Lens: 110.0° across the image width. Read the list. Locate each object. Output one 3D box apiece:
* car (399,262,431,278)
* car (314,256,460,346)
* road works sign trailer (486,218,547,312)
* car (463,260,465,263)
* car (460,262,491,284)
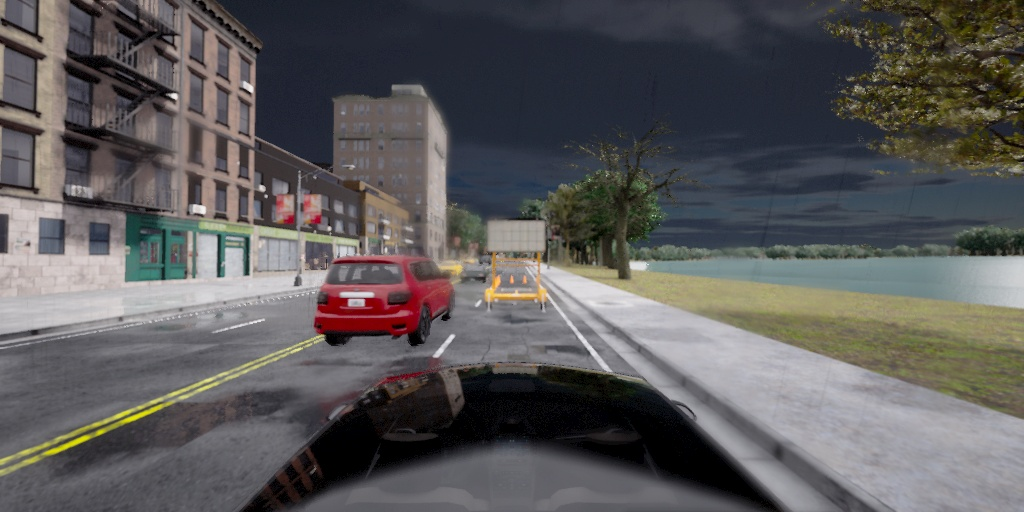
[{"bbox_3d":[-9.377,1.326,35.133,1.812,1.442,4.674,0,0,1],"label":"car"},{"bbox_3d":[-3.032,1.019,9.762,2.150,2.045,5.566,0,0,1],"label":"car"},{"bbox_3d":[0.185,0.269,14.522,2.380,3.560,2.880,0,0,1],"label":"road works sign trailer"},{"bbox_3d":[-6.128,1.277,35.063,1.882,1.535,5.008,0,0,1],"label":"car"},{"bbox_3d":[-2.777,1.405,28.051,1.895,1.301,4.718,0,0,1],"label":"car"}]
